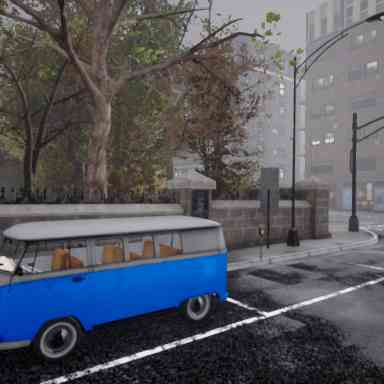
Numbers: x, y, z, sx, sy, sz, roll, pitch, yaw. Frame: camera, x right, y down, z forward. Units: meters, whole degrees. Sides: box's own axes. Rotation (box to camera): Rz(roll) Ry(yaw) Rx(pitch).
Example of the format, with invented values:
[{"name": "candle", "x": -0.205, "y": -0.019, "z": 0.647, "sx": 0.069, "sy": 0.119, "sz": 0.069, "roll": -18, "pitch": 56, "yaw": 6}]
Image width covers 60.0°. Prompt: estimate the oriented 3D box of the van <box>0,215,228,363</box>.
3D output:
[{"name": "van", "x": -1.246, "y": 1.342, "z": 5.601, "sx": 3.998, "sy": 1.788, "sz": 1.690, "roll": 0, "pitch": 1, "yaw": -35}]
